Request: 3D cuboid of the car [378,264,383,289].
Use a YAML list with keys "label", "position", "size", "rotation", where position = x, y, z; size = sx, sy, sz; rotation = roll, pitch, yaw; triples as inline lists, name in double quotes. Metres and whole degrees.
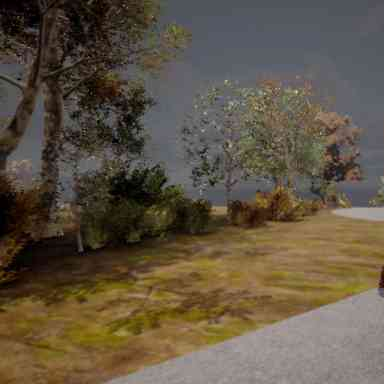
- label: "car"
  position: [5.968, 1.530, 7.354]
  size: [4.181, 1.385, 1.994]
  rotation: [0, 0, -36]
